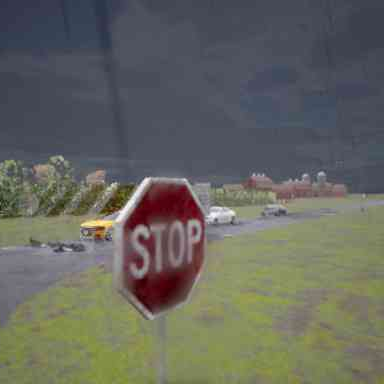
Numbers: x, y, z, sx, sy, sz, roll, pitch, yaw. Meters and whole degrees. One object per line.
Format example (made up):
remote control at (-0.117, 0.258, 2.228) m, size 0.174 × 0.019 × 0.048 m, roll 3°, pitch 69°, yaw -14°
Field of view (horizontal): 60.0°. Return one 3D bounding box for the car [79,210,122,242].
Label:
car at (-3.839, 1.766, 18.451) m, size 1.882 × 1.535 × 5.008 m, roll 0°, pitch -1°, yaw 34°

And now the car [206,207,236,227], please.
car at (1.946, 1.935, 27.006) m, size 1.812 × 1.442 × 4.674 m, roll 0°, pitch -1°, yaw 34°

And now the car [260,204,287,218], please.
car at (9.438, 2.088, 38.048) m, size 1.812 × 1.442 × 4.674 m, roll 0°, pitch -1°, yaw 34°
